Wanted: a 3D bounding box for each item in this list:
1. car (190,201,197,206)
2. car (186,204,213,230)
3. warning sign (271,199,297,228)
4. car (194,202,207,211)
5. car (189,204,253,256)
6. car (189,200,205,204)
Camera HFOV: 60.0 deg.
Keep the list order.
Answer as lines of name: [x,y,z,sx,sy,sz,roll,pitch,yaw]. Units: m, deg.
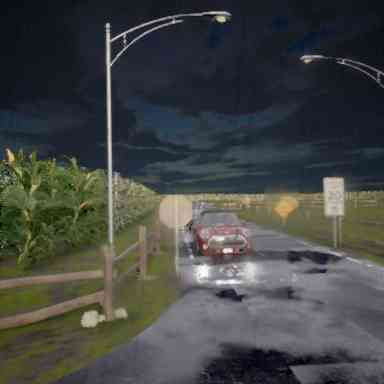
car: [0.394,3.127,91.578,1.812,1.442,4.674,-1,-1,-3]
car: [0.577,1.914,24.492,1.882,1.535,5.008,-1,-1,-3]
warning sign: [6.035,1.393,21.812,1.300,1.860,1.060,-1,-1,-3]
car: [1.487,2.493,58.707,1.882,1.535,5.008,-1,-1,-3]
car: [1.173,1.598,14.401,2.097,1.767,4.553,-1,-1,-3]
car: [-0.168,1.890,37.056,2.150,2.045,5.566,-1,-1,-4]
